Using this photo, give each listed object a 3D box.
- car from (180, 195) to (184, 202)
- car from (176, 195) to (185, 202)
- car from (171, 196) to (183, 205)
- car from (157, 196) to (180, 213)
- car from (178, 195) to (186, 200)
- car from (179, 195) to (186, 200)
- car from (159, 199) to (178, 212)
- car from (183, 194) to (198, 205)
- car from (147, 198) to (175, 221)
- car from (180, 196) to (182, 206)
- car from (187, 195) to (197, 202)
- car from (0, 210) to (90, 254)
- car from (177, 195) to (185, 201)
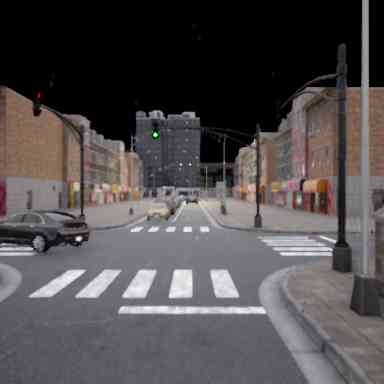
[{"bbox_3d":[-2.642,1.521,49.197,1.947,1.339,4.313,0,0,0],"label":"car"},{"bbox_3d":[-2.644,1.487,76.458,2.008,1.369,4.403,0,0,0],"label":"car"},{"bbox_3d":[-2.643,1.498,60.102,2.008,1.369,4.403,0,0,0],"label":"car"},{"bbox_3d":[-2.642,1.283,32.841,2.192,1.841,5.009,0,0,0],"label":"car"},{"bbox_3d":[-2.645,1.495,87.362,1.947,1.339,4.313,0,0,0],"label":"car"},{"bbox_3d":[-2.645,1.507,92.814,1.802,1.307,4.206,0,0,0],"label":"car"},{"bbox_3d":[-2.642,1.545,38.293,1.802,1.307,4.206,0,0,0],"label":"car"},{"bbox_3d":[-0.003,1.300,58.350,2.097,1.767,4.553,0,0,0],"label":"car"},{"bbox_3d":[-2.641,1.498,27.219,1.752,1.417,4.829,0,0,0],"label":"car"},{"bbox_3d":[-2.642,1.484,43.575,1.752,1.417,4.829,0,0,0],"label":"car"},{"bbox_3d":[-0.004,1.356,70.440,1.882,1.535,5.008,0,0,0],"label":"car"},{"bbox_3d":[-6.385,1.500,13.554,4.892,1.490,1.837,0,-1,27],"label":"car"},{"bbox_3d":[-2.645,1.458,81.740,1.752,1.417,4.829,0,0,0],"label":"car"}]
